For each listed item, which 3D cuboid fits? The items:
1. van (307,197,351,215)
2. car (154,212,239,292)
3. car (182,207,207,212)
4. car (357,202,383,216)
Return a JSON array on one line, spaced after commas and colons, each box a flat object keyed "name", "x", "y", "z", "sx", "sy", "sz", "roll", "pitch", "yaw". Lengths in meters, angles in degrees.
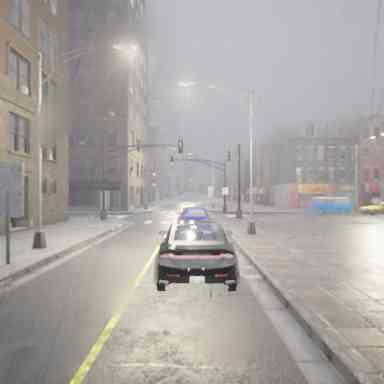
[{"name": "van", "x": 13.759, "y": 1.409, "z": 33.409, "sx": 3.998, "sy": 1.788, "sz": 1.690, "roll": 0, "pitch": 0, "yaw": 0}, {"name": "car", "x": 0.104, "y": 1.512, "z": 8.972, "sx": 2.128, "sy": 1.511, "sz": 4.902, "roll": 0, "pitch": 0, "yaw": 0}, {"name": "car", "x": 0.124, "y": 1.566, "z": 18.933, "sx": 1.812, "sy": 1.442, "sz": 4.674, "roll": 0, "pitch": 0, "yaw": 1}, {"name": "car", "x": 19.201, "y": 1.590, "z": 33.396, "sx": 4.829, "sy": 1.417, "sz": 1.752, "roll": 0, "pitch": 0, "yaw": 0}]
